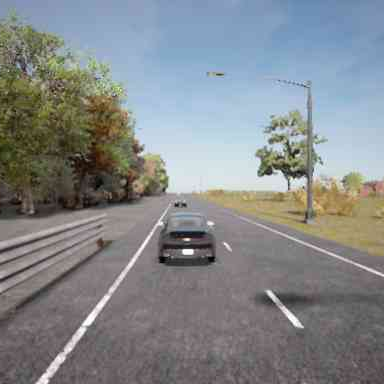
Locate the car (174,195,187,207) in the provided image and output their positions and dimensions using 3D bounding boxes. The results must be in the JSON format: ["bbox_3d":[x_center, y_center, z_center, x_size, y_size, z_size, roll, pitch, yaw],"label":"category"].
[{"bbox_3d":[-1.825,1.627,52.169,1.895,1.301,4.718,0,0,-2],"label":"car"}]

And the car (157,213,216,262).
[{"bbox_3d":[-0.217,1.518,12.213,1.837,1.490,4.892,0,0,-2],"label":"car"}]

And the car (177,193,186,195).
[{"bbox_3d":[-3.371,1.557,90.568,2.033,1.411,5.357,0,0,-2],"label":"car"}]
